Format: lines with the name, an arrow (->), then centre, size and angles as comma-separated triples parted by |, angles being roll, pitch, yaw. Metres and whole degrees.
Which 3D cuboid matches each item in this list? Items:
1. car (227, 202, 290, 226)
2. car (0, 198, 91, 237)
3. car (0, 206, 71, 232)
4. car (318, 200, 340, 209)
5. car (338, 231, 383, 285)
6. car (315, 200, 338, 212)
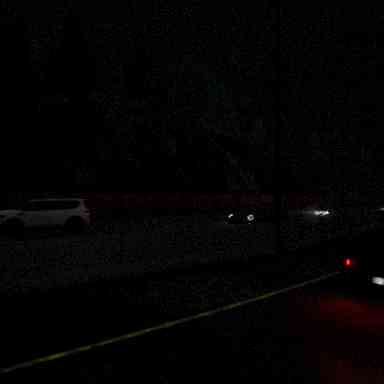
car -> 4.374, 1.591, 22.447 | 2.097, 1.767, 4.553 | 0, -1, 44
car -> -8.794, 1.387, 19.516 | 5.566, 2.045, 2.150 | 1, -1, -41
car -> -11.077, 1.731, 22.090 | 5.357, 1.411, 2.033 | 1, -1, -39
car -> 23.692, 2.160, 57.582 | 1.837, 1.490, 4.892 | 0, -1, 44
car -> 5.809, 1.711, 8.910 | 4.718, 1.301, 1.895 | 1, -1, -43
car -> 19.447, 2.112, 48.177 | 1.994, 1.385, 4.181 | 0, -1, 44
